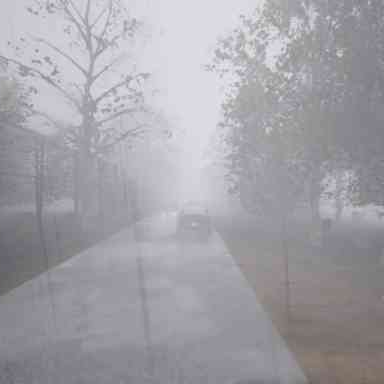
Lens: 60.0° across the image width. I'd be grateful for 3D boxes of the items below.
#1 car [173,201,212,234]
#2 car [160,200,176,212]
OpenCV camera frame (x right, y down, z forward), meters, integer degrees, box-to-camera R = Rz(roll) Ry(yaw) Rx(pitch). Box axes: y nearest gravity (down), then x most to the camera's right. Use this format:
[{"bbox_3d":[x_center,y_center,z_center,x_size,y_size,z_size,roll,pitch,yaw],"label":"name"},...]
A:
[{"bbox_3d":[0.132,1.504,19.407,1.882,1.535,5.008,0,0,0],"label":"car"},{"bbox_3d":[-2.656,1.623,39.892,1.994,1.385,4.181,0,0,1],"label":"car"}]
